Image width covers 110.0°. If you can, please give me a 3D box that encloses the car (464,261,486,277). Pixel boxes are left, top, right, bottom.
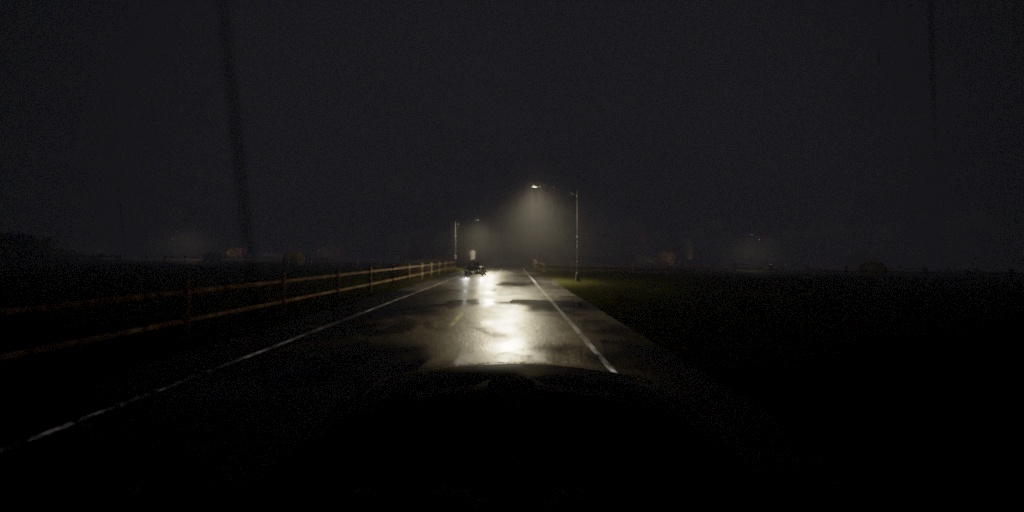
[{"bbox_3d":[-3.580,1.262,35.440,1.837,1.490,4.892,0,0,0],"label":"car"}]
